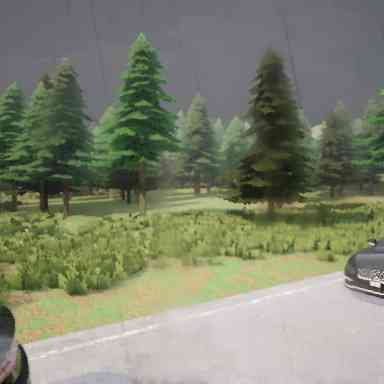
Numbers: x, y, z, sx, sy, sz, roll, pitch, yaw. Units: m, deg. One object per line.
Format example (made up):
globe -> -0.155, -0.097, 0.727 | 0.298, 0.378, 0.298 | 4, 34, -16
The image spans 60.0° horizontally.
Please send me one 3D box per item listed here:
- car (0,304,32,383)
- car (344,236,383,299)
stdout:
car -> -3.521, 1.495, 1.665 | 4.902, 1.511, 2.128 | 0, 0, -32
car -> 5.477, 1.489, 7.618 | 4.892, 1.490, 1.837 | 0, 0, -34
